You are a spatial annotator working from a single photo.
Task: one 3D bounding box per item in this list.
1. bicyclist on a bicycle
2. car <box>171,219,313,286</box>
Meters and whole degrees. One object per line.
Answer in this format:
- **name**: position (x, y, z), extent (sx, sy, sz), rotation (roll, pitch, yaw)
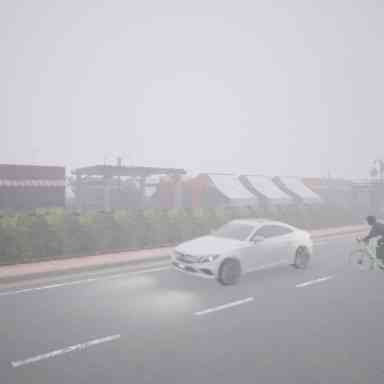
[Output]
- **bicyclist on a bicycle**: position (4.929, 1.455, 8.806), extent (0.582, 1.620, 1.656), rotation (0, -2, -37)
- **car**: position (1.617, 1.526, 9.556), extent (4.674, 1.442, 1.812), rotation (0, 0, -37)
